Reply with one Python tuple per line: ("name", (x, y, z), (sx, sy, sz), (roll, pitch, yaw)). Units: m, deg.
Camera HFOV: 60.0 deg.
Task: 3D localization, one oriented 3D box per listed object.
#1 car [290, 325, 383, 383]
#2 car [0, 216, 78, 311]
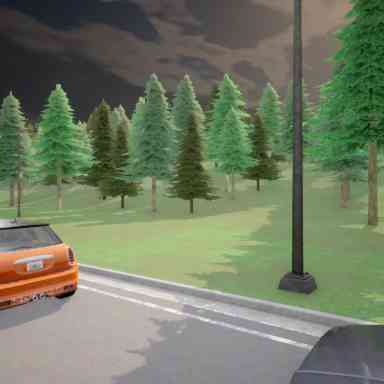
("car", (3.230, 1.547, 1.691), (5.357, 1.411, 2.033), (0, 0, 36))
("car", (-4.571, 1.352, 7.253), (4.553, 1.767, 2.097), (0, 0, 36))
